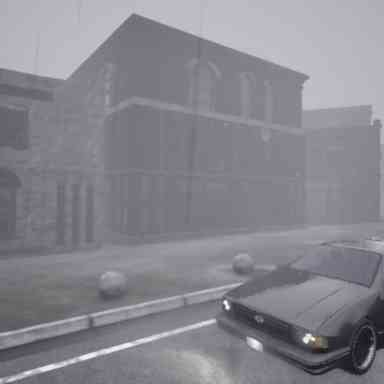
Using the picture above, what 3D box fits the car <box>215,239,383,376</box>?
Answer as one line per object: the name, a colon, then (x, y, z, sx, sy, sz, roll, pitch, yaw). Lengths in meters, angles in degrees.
car: (2.974, 1.576, 5.795, 5.357, 1.411, 2.033, 1, 0, -35)
